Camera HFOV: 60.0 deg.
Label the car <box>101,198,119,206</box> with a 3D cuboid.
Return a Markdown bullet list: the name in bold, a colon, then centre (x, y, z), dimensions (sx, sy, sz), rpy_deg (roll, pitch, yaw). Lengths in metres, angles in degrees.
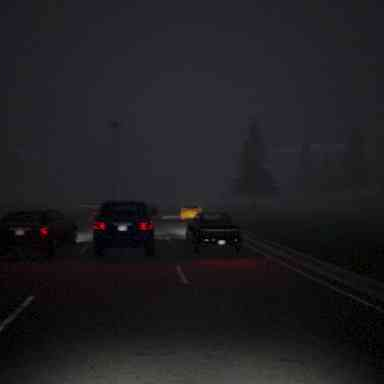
- **car**: centre (-16.337, 2.030, 66.528), dimensions (2.033, 1.411, 5.357), rpy_deg (0, 0, 5)

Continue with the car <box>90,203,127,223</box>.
- **car**: centre (-7.061, 1.760, 28.797), dimensions (2.033, 1.411, 5.357), rpy_deg (0, 0, -2)

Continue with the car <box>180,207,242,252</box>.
- **car**: centre (0.818, 1.629, 14.487), dimensions (2.128, 1.511, 4.902), rpy_deg (0, 0, -6)

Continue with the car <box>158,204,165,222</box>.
- **car**: centre (-3.563, 1.747, 29.207), dimensions (1.837, 1.490, 4.892), rpy_deg (0, 0, -1)

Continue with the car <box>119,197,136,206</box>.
- **car**: centre (-12.838, 1.866, 66.450), dimensions (2.097, 1.767, 4.553), rpy_deg (0, -1, 5)

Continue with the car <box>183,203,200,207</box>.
- **car**: centre (-0.064, 1.744, 29.479), dimensions (1.882, 1.535, 5.008), rpy_deg (0, 0, -1)

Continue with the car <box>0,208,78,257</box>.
- **car**: centre (-6.113, 1.431, 13.457), dimensions (2.097, 1.767, 4.553), rpy_deg (0, -1, -6)

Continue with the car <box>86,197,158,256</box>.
- **car**: centre (-2.632, 1.324, 13.785), dimensions (2.150, 2.045, 5.566), rpy_deg (0, 0, -7)
